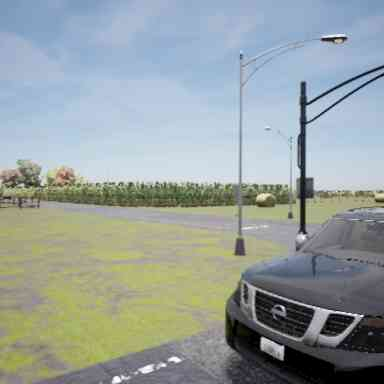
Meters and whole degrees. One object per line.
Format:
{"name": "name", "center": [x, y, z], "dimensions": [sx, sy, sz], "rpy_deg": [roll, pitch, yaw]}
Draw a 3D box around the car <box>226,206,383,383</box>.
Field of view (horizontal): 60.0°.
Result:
{"name": "car", "center": [3.088, 1.273, 5.011], "dimensions": [5.566, 2.045, 2.150], "rpy_deg": [0, 0, -35]}
